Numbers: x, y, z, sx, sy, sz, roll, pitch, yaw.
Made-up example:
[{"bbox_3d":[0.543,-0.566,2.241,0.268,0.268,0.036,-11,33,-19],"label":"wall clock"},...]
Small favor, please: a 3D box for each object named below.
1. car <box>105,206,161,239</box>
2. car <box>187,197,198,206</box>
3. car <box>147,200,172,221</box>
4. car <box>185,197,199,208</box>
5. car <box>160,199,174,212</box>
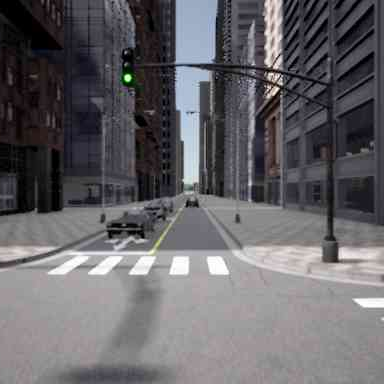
[{"bbox_3d":[-3.081,1.619,17.722,1.895,1.301,4.718,0,0,3],"label":"car"},{"bbox_3d":[0.043,1.581,58.378,1.837,1.490,4.892,0,0,0],"label":"car"},{"bbox_3d":[-3.069,1.593,27.809,1.994,1.385,4.181,0,0,1],"label":"car"},{"bbox_3d":[0.035,1.536,47.951,1.882,1.535,5.008,0,0,0],"label":"car"},{"bbox_3d":[-3.054,1.535,38.137,2.128,1.511,4.902,0,0,0],"label":"car"}]
